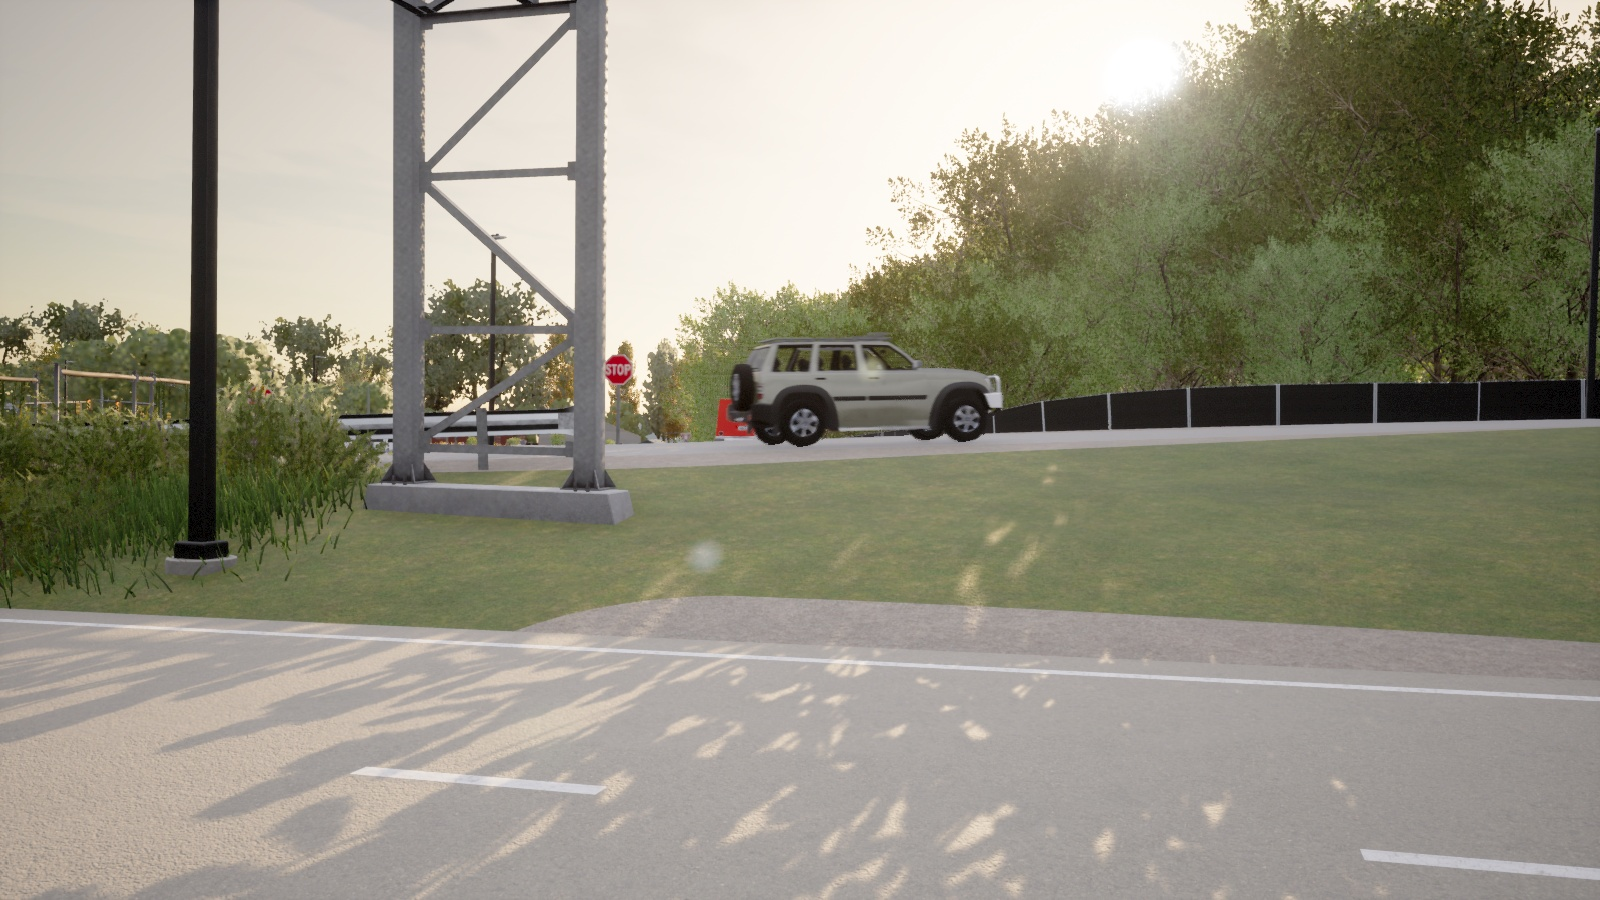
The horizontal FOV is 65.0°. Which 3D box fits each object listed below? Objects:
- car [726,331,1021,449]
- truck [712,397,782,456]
[{"bbox_3d":[1.219,-1.013,21.368,4.605,1.855,1.932,-1,2,-17],"label":"car"},{"bbox_3d":[-2.386,-1.041,58.329,2.627,2.467,5.204,1,-1,4],"label":"truck"}]
